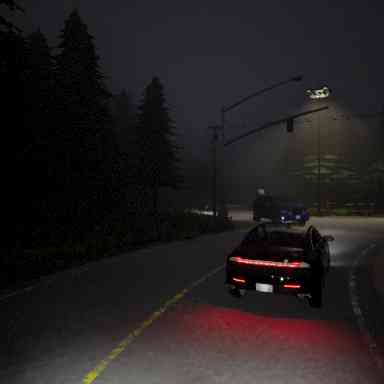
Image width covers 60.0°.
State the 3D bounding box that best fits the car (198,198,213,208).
[{"bbox_3d":[1.808,1.519,40.737,2.128,1.511,4.902,0,0,3],"label":"car"}]

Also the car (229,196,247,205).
[{"bbox_3d":[8.255,1.531,58.233,1.837,1.490,4.892,0,0,36],"label":"car"}]

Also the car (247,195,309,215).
[{"bbox_3d":[6.136,1.246,23.671,2.150,2.045,5.566,1,0,-12],"label":"car"}]

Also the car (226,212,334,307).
[{"bbox_3d":[2.296,1.492,8.128,2.128,1.511,4.902,0,0,25],"label":"car"}]
